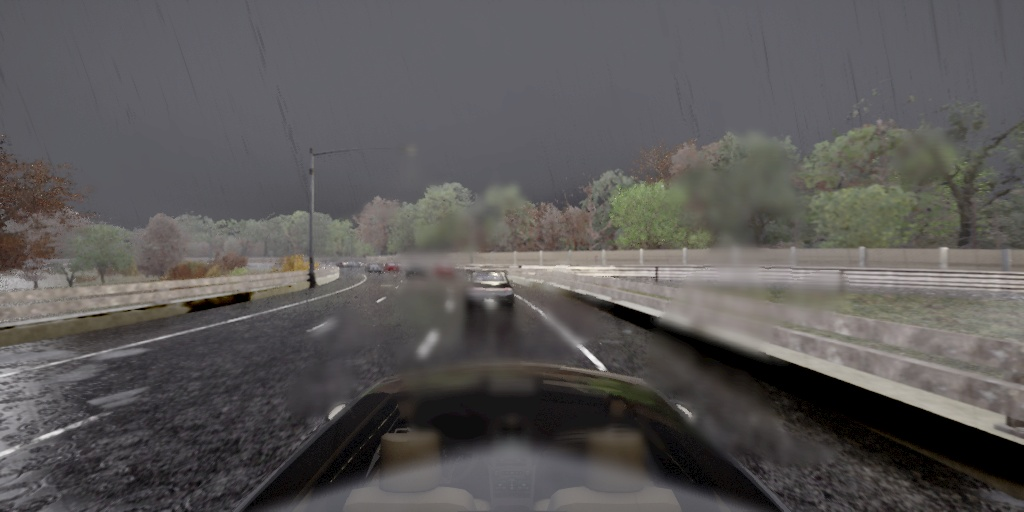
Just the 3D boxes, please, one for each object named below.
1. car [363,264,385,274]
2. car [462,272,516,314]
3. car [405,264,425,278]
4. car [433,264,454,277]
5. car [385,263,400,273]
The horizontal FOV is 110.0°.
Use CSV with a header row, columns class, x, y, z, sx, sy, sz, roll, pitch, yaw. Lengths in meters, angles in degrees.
class,x,y,z,sx,sy,sz,roll,pitch,yaw
car,-21.239,1.953,54.497,2.033,1.411,5.357,0,-1,-31
car,-0.973,1.385,14.546,2.128,1.511,4.902,0,-1,-6
car,-11.313,1.735,41.756,1.837,1.490,4.892,1,-1,-22
car,-8.423,1.719,44.001,1.882,1.535,5.008,0,-1,-22
car,-19.850,1.924,58.790,1.882,1.535,5.008,1,-1,-32
